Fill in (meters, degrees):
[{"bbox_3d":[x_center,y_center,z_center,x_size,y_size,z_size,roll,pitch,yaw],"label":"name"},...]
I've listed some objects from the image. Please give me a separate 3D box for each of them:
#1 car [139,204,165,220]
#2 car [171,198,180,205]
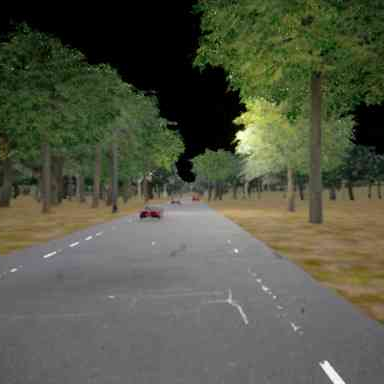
[{"bbox_3d":[-3.598,1.797,30.246,1.895,1.301,4.718,0,0,0],"label":"car"},{"bbox_3d":[-3.502,1.995,71.472,1.882,1.535,5.008,0,0,0],"label":"car"}]
